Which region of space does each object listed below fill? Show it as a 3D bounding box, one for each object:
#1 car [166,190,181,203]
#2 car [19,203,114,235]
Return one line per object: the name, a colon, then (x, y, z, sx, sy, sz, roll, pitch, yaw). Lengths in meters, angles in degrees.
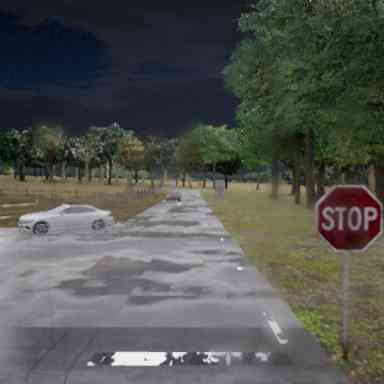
car: (-2.656, 0.566, 48.671, 2.097, 1.767, 4.553, 0, 1, 0)
car: (-6.406, 1.339, 17.380, 4.674, 1.442, 1.812, 1, 2, -36)
